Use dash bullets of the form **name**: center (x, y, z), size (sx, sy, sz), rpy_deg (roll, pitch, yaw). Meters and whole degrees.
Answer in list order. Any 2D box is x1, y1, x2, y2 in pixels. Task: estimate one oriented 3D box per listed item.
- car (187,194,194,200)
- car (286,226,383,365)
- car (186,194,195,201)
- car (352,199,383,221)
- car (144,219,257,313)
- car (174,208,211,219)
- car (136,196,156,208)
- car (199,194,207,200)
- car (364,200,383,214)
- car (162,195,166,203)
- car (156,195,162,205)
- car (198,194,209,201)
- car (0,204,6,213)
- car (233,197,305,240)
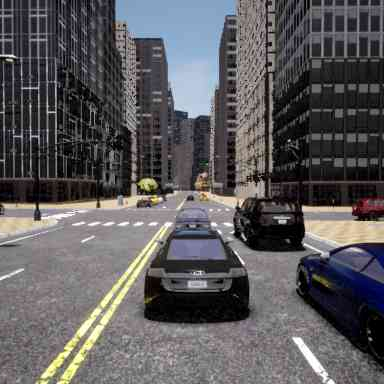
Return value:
- **car**: center (-0.395, 1.387, 89.445), size (1.882, 1.535, 5.008), rpy_deg (0, 0, 0)
- **car**: center (3.335, 1.561, 5.795), size (1.994, 1.385, 4.181), rpy_deg (0, 0, -1)
- **car**: center (-0.351, 1.426, 79.386), size (1.837, 1.490, 4.892), rpy_deg (0, 0, 0)
- **car**: center (16.078, 1.520, 27.892), size (5.009, 1.841, 2.192), rpy_deg (1, 0, 1)
- **car**: center (0.068, 1.560, 7.756), size (1.994, 1.385, 4.181), rpy_deg (0, 0, -1)
- **car**: center (0.025, 1.538, 17.032), size (2.033, 1.411, 5.357), rpy_deg (0, 0, 0)
- **car**: center (-6.803, 1.530, 48.153), size (1.994, 1.385, 4.181), rpy_deg (0, 0, 0)
- **car**: center (2.857, 1.243, 89.041), size (1.837, 1.490, 4.892), rpy_deg (0, 0, 0)
- **car**: center (21.650, 1.643, 36.204), size (4.829, 1.417, 1.752), rpy_deg (1, 0, 1)
- **car**: center (-6.824, 1.469, 66.530), size (1.812, 1.442, 4.674), rpy_deg (0, 0, 0)
- **car**: center (-6.835, 1.433, 57.082), size (1.882, 1.535, 5.008), rpy_deg (0, 0, 0)
- **car**: center (2.903, 1.396, 78.624), size (1.882, 1.535, 5.008), rpy_deg (0, 0, 0)
- **car**: center (-19.939, 1.345, 30.916), size (4.892, 1.490, 1.837), rpy_deg (1, 1, 1)
- **car**: center (3.308, 1.213, 15.213), size (2.150, 2.045, 5.566), rpy_deg (0, 0, -2)
